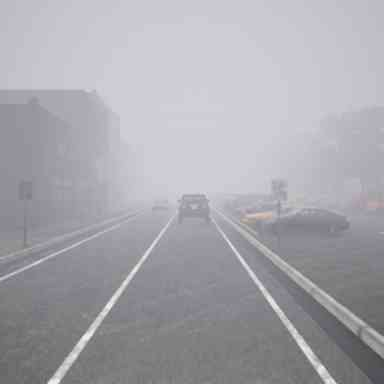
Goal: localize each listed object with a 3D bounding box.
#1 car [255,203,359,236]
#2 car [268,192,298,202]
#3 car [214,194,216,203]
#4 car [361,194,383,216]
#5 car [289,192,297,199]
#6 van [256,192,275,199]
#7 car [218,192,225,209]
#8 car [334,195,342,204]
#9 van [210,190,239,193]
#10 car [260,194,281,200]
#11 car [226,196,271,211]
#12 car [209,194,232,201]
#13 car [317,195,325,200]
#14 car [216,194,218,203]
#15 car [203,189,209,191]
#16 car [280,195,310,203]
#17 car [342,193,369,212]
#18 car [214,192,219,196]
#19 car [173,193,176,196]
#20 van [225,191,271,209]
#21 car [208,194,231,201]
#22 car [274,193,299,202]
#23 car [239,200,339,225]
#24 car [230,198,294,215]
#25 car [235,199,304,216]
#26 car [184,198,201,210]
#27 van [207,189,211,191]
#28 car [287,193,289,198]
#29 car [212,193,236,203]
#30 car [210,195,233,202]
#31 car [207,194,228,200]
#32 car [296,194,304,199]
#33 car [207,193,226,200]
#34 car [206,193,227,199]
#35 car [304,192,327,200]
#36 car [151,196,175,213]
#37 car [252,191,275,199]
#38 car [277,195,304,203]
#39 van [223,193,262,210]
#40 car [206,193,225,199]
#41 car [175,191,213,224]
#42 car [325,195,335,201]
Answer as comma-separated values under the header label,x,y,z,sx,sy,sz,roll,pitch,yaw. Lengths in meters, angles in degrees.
label,x,y,z,sx,sy,sz,roll,pitch,yaw
car,6.058,1.534,17.958,4.674,1.452,2.002,1,0,1
car,19.286,1.005,70.675,5.566,2.045,2.435,0,0,0
car,6.160,1.371,48.431,4.892,1.521,2.231,0,0,0
car,19.141,1.312,31.688,4.553,1.767,2.185,0,0,0
car,19.226,1.092,53.966,5.566,2.045,2.435,0,0,0
van,19.258,0.927,87.386,4.442,1.987,1.878,0,0,0
car,6.085,1.165,37.297,5.566,2.045,2.435,0,0,0
car,19.379,1.412,37.382,5.366,1.575,1.946,0,0,0
van,6.087,1.077,62.410,4.442,1.987,1.878,0,0,0
car,19.357,1.229,81.818,4.674,1.452,2.002,0,0,0
car,6.086,1.440,31.732,4.892,1.521,2.231,0,0,0
car,6.239,1.240,73.482,5.008,1.535,2.097,0,0,0
car,19.183,1.423,42.829,4.792,1.488,2.163,0,0,0
car,6.329,1.379,45.647,5.366,1.575,1.946,0,0,0
car,6.343,0.866,92.962,5.566,2.045,2.435,0,0,0
car,19.278,1.302,62.323,5.008,1.535,2.097,0,0,0
car,19.212,1.175,34.597,5.566,2.045,2.435,0,0,0
car,6.132,1.232,51.215,4.553,1.767,2.185,0,0,0
car,-3.262,0.908,77.011,1.812,1.442,4.674,0,0,0
van,5.987,1.201,34.639,4.442,1.987,1.878,0,0,0
car,6.260,1.223,76.265,5.008,1.535,2.097,0,0,0
car,19.273,1.146,67.892,4.553,1.767,2.185,0,0,0
car,5.867,1.480,20.600,5.366,1.575,1.946,0,0,0
car,6.054,1.479,28.949,4.792,1.488,2.163,0,0,0
car,6.075,1.501,26.166,4.674,1.452,2.002,0,0,0
car,0.105,1.440,41.275,1.994,1.385,4.181,0,0,0
van,6.381,0.981,79.046,4.442,1.987,1.878,0,0,0
car,19.268,1.330,56.754,5.008,1.535,2.097,0,0,0
car,6.183,1.162,65.131,4.553,1.767,2.185,0,0,0
car,6.237,1.297,70.698,4.674,1.452,2.002,0,0,0
car,6.281,1.191,81.832,4.892,1.521,2.231,0,0,0
car,19.250,1.358,51.183,4.892,1.521,2.231,0,0,0
car,6.254,1.045,84.739,4.553,1.767,2.185,0,0,0
car,6.480,1.150,87.397,5.366,1.575,1.946,0,0,0
car,19.265,1.244,48.397,4.553,1.767,2.185,0,0,0
car,-3.345,1.441,36.438,2.033,1.411,5.357,0,0,0
car,19.356,0.883,90.170,5.566,2.045,2.435,0,0,0
car,19.297,1.327,65.108,4.674,1.452,2.002,0,0,0
van,6.007,1.180,40.081,4.442,1.987,1.878,0,0,0
car,6.299,1.135,90.181,5.008,1.535,2.097,0,0,0
car,0.105,1.151,24.381,2.150,2.045,5.566,0,-1,-1
car,19.208,1.405,40.042,5.008,1.535,2.097,0,0,0
